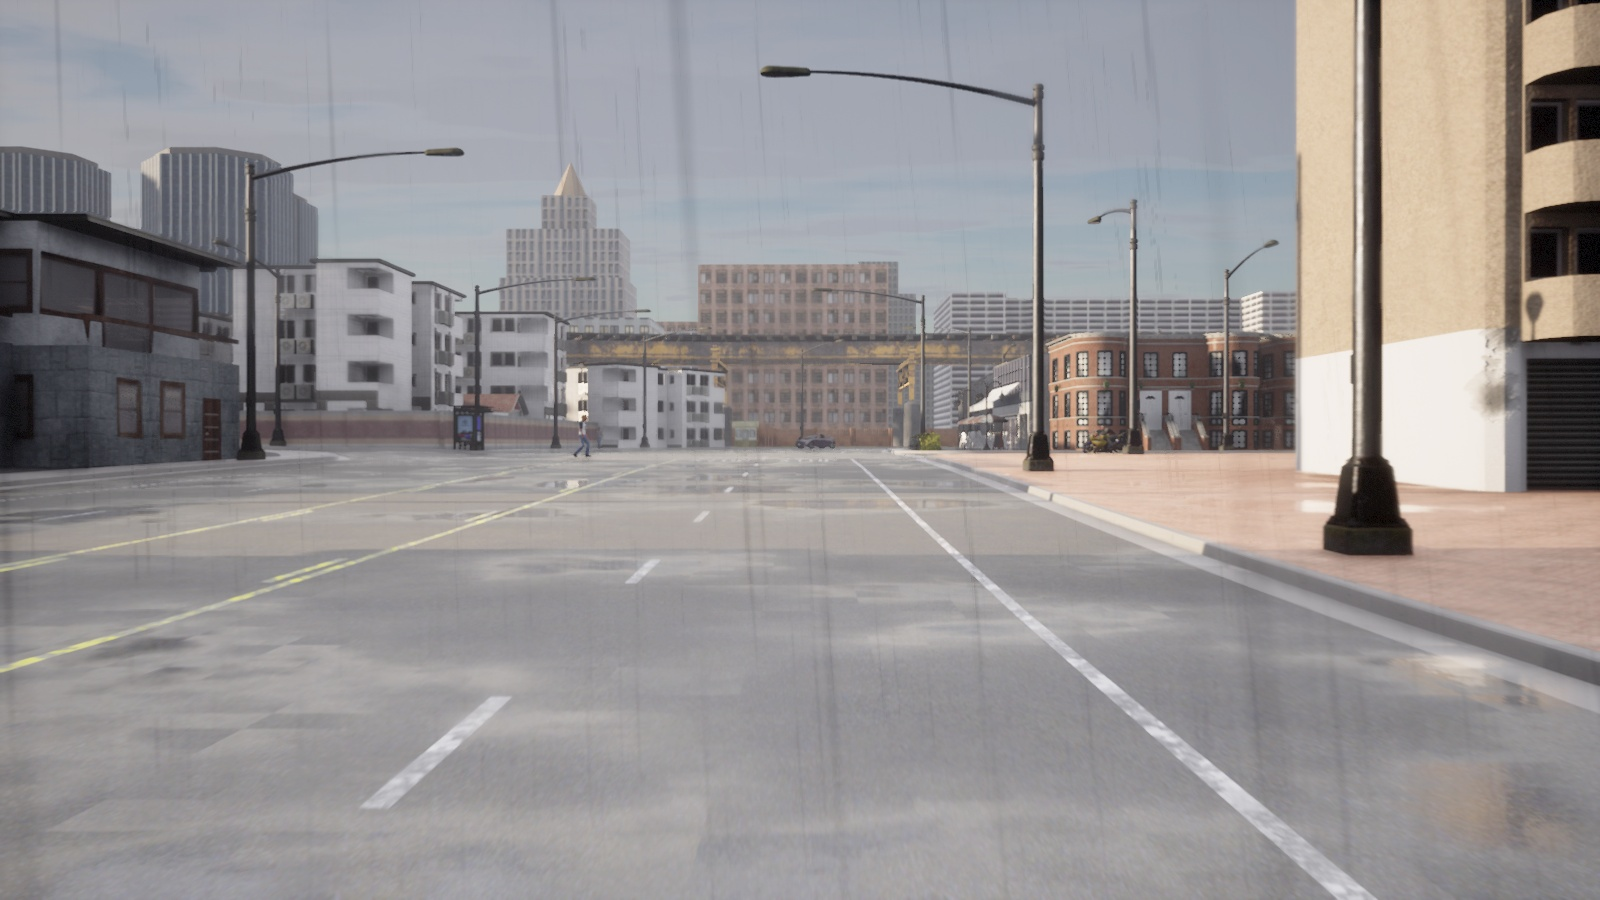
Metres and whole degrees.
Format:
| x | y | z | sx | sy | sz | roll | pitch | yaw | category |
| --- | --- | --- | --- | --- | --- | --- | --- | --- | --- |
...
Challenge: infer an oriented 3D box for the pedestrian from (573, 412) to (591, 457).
| x | y | z | sx | sy | sz | roll | pitch | yaw | category |
| --- | --- | --- | --- | --- | --- | --- | --- | --- | --- |
| -8.976 | -0.633 | 51.793 | 0.706 | 1.836 | 0.354 | 0 | 0 | -3 | pedestrian |

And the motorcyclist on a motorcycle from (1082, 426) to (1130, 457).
| x | y | z | sx | sy | sz | roll | pitch | yaw | category |
| --- | --- | --- | --- | --- | --- | --- | --- | --- | --- |
| 15.402 | -0.428 | 63.252 | 2.191 | 1.530 | 0.866 | 0 | 0 | 2 | motorcyclist on a motorcycle |
